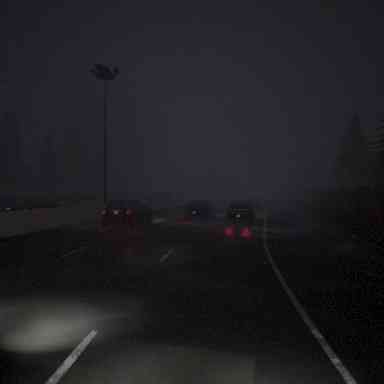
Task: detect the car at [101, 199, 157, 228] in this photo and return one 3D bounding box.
[{"bbox_3d":[-4.045,1.242,21.714,2.097,1.767,4.553,0,0,12],"label":"car"}]

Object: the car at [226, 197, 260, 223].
[{"bbox_3d":[3.684,1.390,24.666,2.128,1.511,4.902,0,0,14],"label":"car"}]

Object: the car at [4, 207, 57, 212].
[{"bbox_3d":[-13.515,1.434,28.623,1.895,1.301,4.718,0,0,13],"label":"car"}]

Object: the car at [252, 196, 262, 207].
[{"bbox_3d":[8.567,1.339,45.860,1.812,1.442,4.674,0,0,13],"label":"car"}]

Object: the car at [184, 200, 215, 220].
[{"bbox_3d":[0.695,1.356,26.954,1.882,1.535,5.008,0,0,13],"label":"car"}]
